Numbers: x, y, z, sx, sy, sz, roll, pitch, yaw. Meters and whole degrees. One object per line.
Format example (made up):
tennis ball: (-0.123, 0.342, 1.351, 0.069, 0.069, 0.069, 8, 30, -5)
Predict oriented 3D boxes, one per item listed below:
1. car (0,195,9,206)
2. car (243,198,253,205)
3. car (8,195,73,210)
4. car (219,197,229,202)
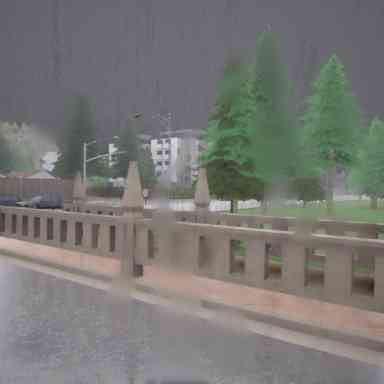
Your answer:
car: (-17.842, 0.973, 31.726, 2.033, 1.411, 5.357, 1, 1, 37)
car: (9.150, 1.135, 49.770, 2.128, 1.511, 4.902, 1, 1, 38)
car: (-13.787, 1.041, 31.267, 2.033, 1.411, 5.357, 1, 1, 38)
car: (6.254, 1.179, 51.747, 1.895, 1.301, 4.718, 1, 1, 38)
